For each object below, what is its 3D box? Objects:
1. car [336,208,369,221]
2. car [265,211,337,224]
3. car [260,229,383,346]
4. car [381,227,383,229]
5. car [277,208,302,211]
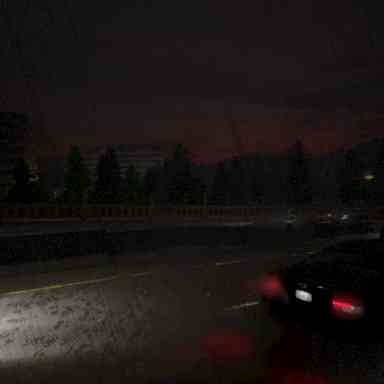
[{"bbox_3d":[14.939,2.310,31.813,4.553,1.767,2.097,2,-1,-35],"label":"car"},{"bbox_3d":[7.246,2.128,22.046,4.718,1.301,1.895,3,-1,-35],"label":"car"},{"bbox_3d":[3.692,1.648,6.378,5.357,1.411,2.033,2,-1,-35],"label":"car"},{"bbox_3d":[10.913,1.981,15.824,5.008,1.535,1.882,3,-2,-35],"label":"car"},{"bbox_3d":[9.164,2.300,31.999,4.892,1.490,1.837,3,-2,-35],"label":"car"}]
